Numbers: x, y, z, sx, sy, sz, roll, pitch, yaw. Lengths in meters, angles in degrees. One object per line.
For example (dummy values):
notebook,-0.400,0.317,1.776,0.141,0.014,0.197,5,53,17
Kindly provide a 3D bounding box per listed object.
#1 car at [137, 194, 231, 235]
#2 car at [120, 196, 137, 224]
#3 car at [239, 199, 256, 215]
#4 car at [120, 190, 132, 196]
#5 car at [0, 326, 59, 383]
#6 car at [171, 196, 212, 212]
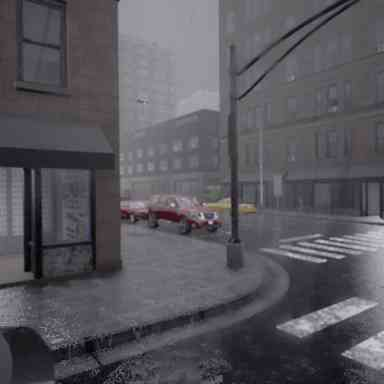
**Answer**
car,-0.600,1.066,17.489,2.192,1.841,5.009,0,1,-36
car,-3.817,1.215,21.931,1.887,1.381,4.507,0,1,-36
car,2.993,1.085,27.059,1.752,1.417,4.829,0,1,-36
car,-9.765,0.580,44.681,2.192,1.841,5.009,0,1,-36
car,-2.967,1.506,1.087,4.902,1.511,2.128,-1,0,-34
car,-0.122,1.067,31.362,1.802,1.307,4.206,0,1,-36
